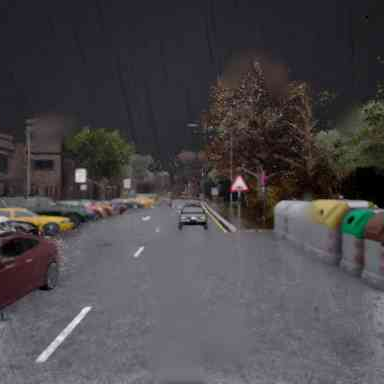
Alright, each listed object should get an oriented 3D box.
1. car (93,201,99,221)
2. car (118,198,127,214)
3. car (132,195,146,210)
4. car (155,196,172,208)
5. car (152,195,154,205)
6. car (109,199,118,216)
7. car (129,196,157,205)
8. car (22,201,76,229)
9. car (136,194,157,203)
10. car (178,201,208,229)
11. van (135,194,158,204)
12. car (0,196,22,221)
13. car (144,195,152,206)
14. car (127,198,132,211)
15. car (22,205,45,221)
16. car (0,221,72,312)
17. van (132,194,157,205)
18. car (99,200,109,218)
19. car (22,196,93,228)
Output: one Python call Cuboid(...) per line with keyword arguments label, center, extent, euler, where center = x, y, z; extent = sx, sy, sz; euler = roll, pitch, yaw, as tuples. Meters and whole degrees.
Cuboid(label="car", center=(-9.263, 1.565, 23.545), extent=(4.674, 1.452, 2.002), euler=(-1, 0, -20))
Cuboid(label="car", center=(-9.197, 1.583, 32.562), extent=(4.792, 1.488, 2.163), euler=(-1, 0, -20))
Cuboid(label="car", center=(-9.201, 1.603, 44.554), extent=(4.892, 1.521, 2.231), euler=(-1, -1, -20))
Cuboid(label="car", center=(-3.959, 1.646, 50.021), extent=(1.837, 1.490, 4.892), euler=(0, -1, 0))
Cuboid(label="car", center=(-9.015, 1.622, 50.620), extent=(5.366, 1.575, 1.946), euler=(-1, 0, -20))
Cuboid(label="car", center=(-9.270, 1.419, 29.543), extent=(4.553, 1.767, 2.185), euler=(-1, 0, -20))
Cuboid(label="car", center=(-9.225, 1.636, 62.574), extent=(5.008, 1.535, 2.097), euler=(-1, 0, -20))
Cuboid(label="car", center=(-9.125, 1.505, 17.609), extent=(5.366, 1.575, 1.946), euler=(-1, 0, -20))
Cuboid(label="car", center=(-9.374, 1.655, 59.506), extent=(5.366, 1.575, 1.946), euler=(-1, 0, -20))
Cuboid(label="car", center=(0.061, 1.582, 22.032), extent=(2.033, 1.411, 5.357), euler=(0, 0, 0))
Cuboid(label="van", center=(-9.370, 1.359, 68.520), extent=(4.442, 1.987, 1.878), euler=(-1, 1, -20))
Cuboid(label="car", center=(-9.310, 1.247, 11.551), extent=(5.566, 2.045, 2.435), euler=(-1, 0, -20))
Cuboid(label="car", center=(-9.016, 1.609, 47.619), extent=(5.366, 1.575, 1.946), euler=(-1, 0, -20))
Cuboid(label="car", center=(-9.216, 1.606, 35.554), extent=(4.674, 1.452, 2.002), euler=(-1, -1, -20))
Cuboid(label="car", center=(-9.287, 1.534, 14.551), extent=(4.792, 1.488, 2.163), euler=(-1, 0, -20))
Cuboid(label="car", center=(-4.106, 1.532, 6.357), extent=(1.812, 1.442, 4.674), euler=(0, 0, 0))
Cuboid(label="van", center=(-9.350, 1.386, 65.520), extent=(4.442, 1.987, 1.878), euler=(-1, 1, -20))
Cuboid(label="car", center=(-9.285, 1.409, 26.542), extent=(4.553, 1.767, 2.185), euler=(-1, 0, -20))
Cuboid(label="car", center=(-9.273, 1.266, 20.567), extent=(5.566, 2.045, 2.435), euler=(-1, 0, -20))
